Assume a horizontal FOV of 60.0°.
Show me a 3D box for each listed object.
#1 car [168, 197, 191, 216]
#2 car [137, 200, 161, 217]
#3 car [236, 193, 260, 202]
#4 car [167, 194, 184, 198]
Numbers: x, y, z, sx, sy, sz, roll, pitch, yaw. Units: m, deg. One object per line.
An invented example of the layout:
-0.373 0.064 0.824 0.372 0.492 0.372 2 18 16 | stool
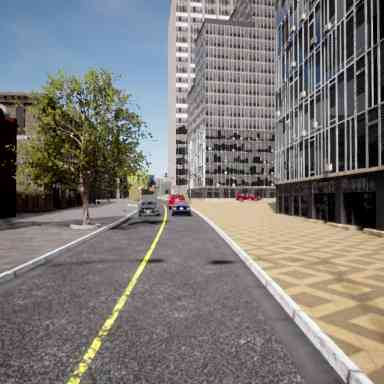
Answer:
-1.116 1.554 32.696 2.033 1.411 5.357 0 0 -4 | car
-3.957 1.508 30.981 1.837 1.490 4.892 0 0 -4 | car
11.568 1.209 68.741 5.009 1.841 2.192 0 -1 13 | car
-1.979 1.228 43.393 2.150 2.045 5.566 0 0 -5 | car
